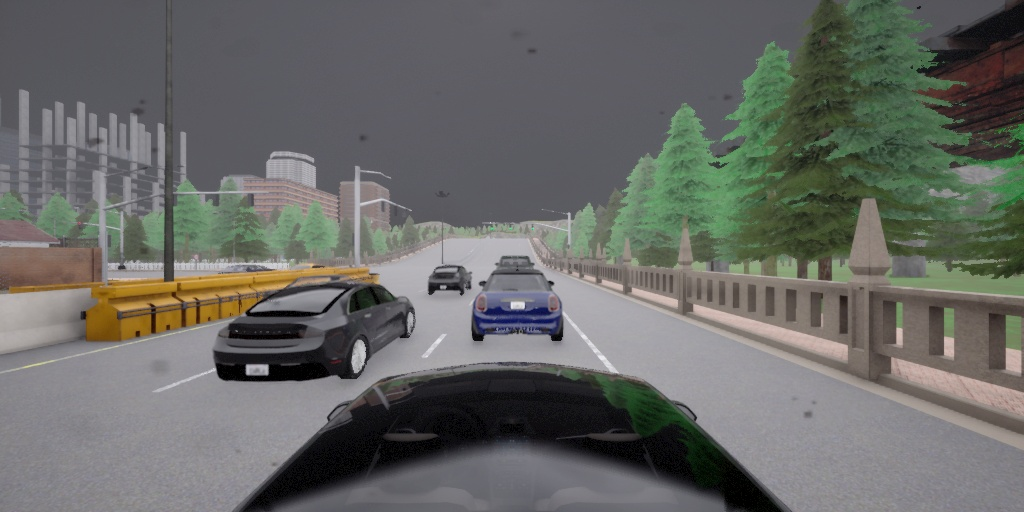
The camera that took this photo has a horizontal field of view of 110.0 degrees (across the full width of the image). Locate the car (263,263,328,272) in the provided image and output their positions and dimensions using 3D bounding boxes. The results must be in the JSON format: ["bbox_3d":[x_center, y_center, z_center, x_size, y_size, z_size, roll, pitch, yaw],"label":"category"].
[{"bbox_3d":[-13.909,1.248,24.137,1.882,1.535,5.008,0,0,0],"label":"car"}]

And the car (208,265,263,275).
[{"bbox_3d":[-17.422,1.298,23.261,2.033,1.411,5.357,0,0,1],"label":"car"}]

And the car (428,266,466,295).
[{"bbox_3d":[-3.327,1.256,19.831,1.837,1.490,4.892,0,0,0],"label":"car"}]

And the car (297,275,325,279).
[{"bbox_3d":[-6.850,1.351,13.500,1.895,1.301,4.718,0,0,0],"label":"car"}]

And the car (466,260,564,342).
[{"bbox_3d":[0.131,1.101,9.937,2.097,1.767,4.553,0,0,0],"label":"car"}]

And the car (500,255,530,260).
[{"bbox_3d":[0.180,0.974,21.457,2.150,2.045,5.566,0,0,0],"label":"car"}]

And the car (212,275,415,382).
[{"bbox_3d":[-3.379,1.256,7.197,1.837,1.490,4.892,0,0,0],"label":"car"}]
